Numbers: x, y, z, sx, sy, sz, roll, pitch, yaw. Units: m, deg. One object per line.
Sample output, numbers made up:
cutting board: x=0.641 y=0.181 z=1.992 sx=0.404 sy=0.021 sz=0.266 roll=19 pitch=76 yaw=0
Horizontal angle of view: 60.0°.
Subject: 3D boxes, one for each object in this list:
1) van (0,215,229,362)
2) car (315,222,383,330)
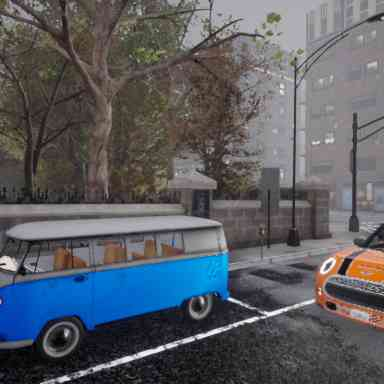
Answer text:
van: x=-1.219 y=1.342 z=5.621 sx=3.998 sy=1.788 sz=1.690 roll=0 pitch=1 yaw=-35
car: x=4.482 y=1.353 z=6.553 sx=4.553 sy=1.767 sz=2.097 roll=0 pitch=0 yaw=-35
